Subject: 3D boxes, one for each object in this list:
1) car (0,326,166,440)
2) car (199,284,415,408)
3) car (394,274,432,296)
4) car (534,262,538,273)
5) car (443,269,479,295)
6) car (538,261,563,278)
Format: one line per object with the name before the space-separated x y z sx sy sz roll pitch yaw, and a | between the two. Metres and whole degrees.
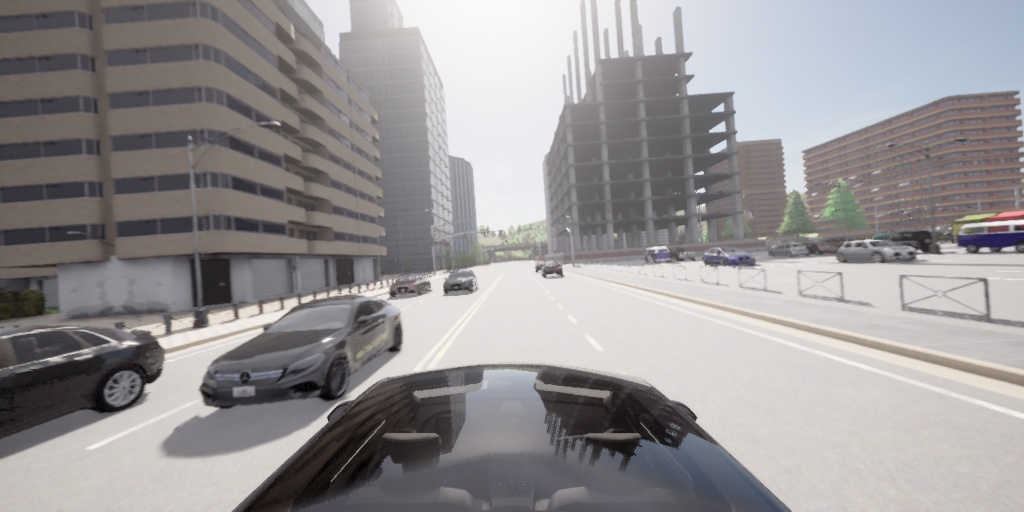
car | -7.110 1.765 4.321 1.837 1.490 4.892 -4 0 1
car | -3.564 1.564 7.104 1.812 1.442 4.674 -4 0 1
car | -6.859 1.970 24.519 1.994 1.385 4.181 -4 0 1
car | 4.006 1.365 47.427 1.812 1.442 4.674 -4 -1 1
car | -3.377 1.666 24.114 1.837 1.490 4.892 -4 0 1
car | 3.880 1.255 35.158 1.837 1.490 4.892 -4 0 1
